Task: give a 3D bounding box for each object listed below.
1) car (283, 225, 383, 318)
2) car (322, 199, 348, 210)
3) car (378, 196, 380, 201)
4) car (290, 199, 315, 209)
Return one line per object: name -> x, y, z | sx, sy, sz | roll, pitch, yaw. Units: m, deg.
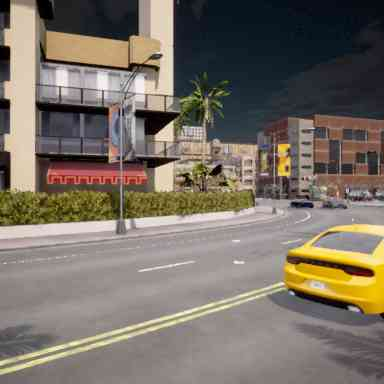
car -> 4.048, 1.478, 7.428 | 5.008, 1.535, 1.882 | 0, 0, -41
car -> 18.239, 1.565, 42.573 | 1.994, 1.385, 4.181 | 0, 0, 2
car -> 44.866, 1.405, 76.308 | 1.816, 1.474, 4.193 | 0, 0, -17
car -> 14.846, 1.601, 44.988 | 1.895, 1.301, 4.718 | 0, 0, -2
